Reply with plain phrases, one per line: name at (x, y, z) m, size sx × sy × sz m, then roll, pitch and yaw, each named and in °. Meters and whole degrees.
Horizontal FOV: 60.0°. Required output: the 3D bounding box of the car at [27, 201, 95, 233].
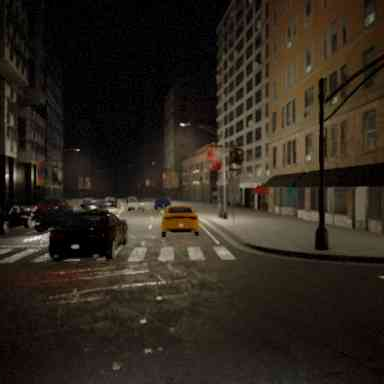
car at (-7.561, 1.524, 19.812) m, size 2.033 × 1.411 × 5.357 m, roll 0°, pitch 0°, yaw -5°

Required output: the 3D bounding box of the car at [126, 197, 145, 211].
car at (-6.640, 1.553, 39.678) m, size 1.895 × 1.301 × 4.718 m, roll 0°, pitch 0°, yaw -10°

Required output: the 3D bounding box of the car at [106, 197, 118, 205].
car at (-11.120, 1.449, 45.184) m, size 2.128 × 1.511 × 4.902 m, roll 0°, pitch 0°, yaw -11°

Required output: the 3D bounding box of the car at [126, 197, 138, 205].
car at (-11.032, 1.548, 60.713) m, size 1.895 × 1.301 × 4.718 m, roll 0°, pitch 0°, yaw -13°

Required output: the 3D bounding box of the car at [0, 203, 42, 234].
car at (-10.753, 1.474, 18.977) m, size 2.128 × 1.511 × 4.902 m, roll 0°, pitch 0°, yaw -3°

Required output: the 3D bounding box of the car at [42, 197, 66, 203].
car at (-11.721, 1.327, 28.001) m, size 2.097 × 1.767 × 4.553 m, roll 0°, pitch 0°, yaw -7°

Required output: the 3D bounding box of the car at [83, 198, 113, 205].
car at (-8.676, 1.513, 29.877) m, size 2.033 × 1.411 × 5.357 m, roll 0°, pitch 0°, yaw -8°

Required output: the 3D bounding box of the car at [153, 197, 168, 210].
car at (-3.930, 1.420, 42.973) m, size 1.882 × 1.535 × 5.008 m, roll 0°, pitch 0°, yaw -10°

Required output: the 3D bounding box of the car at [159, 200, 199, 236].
car at (-0.721, 1.446, 18.435) m, size 1.882 × 1.535 × 5.008 m, roll 0°, pitch 0°, yaw -4°

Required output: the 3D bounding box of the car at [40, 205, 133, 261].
car at (-3.579, 1.460, 12.299) m, size 1.882 × 1.535 × 5.008 m, roll 0°, pitch 0°, yaw -3°
